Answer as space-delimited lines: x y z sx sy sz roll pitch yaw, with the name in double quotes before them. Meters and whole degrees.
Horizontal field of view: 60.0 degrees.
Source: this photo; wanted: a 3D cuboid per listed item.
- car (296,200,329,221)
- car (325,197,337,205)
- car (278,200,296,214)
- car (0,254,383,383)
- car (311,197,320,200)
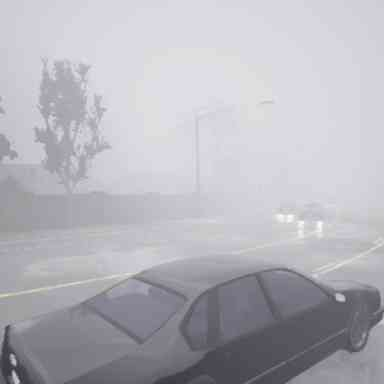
"car" 10.656 1.663 29.192 1.812 1.442 4.674 -1 -1 26
"car" 27.794 1.764 66.417 2.128 1.511 4.902 -1 0 24
"car" 11.411 1.730 39.131 2.128 1.511 4.902 -1 -1 25
"car" 0.508 1.566 4.312 5.357 1.411 2.033 0 0 -39
"car" 27.976 1.770 75.255 1.812 1.442 4.674 -1 0 24
